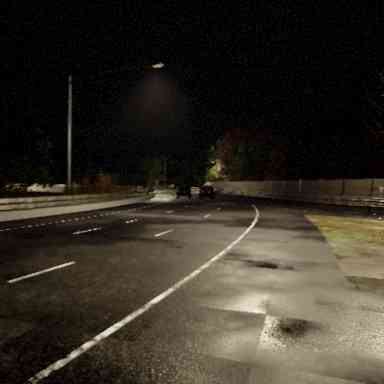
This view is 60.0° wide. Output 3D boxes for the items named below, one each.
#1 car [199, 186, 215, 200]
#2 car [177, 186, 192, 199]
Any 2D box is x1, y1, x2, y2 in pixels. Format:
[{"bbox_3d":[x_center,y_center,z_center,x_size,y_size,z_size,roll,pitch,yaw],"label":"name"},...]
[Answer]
[{"bbox_3d":[2.311,0.104,51.351,2.150,2.045,5.566,1,1,-3],"label":"car"},{"bbox_3d":[-1.239,0.005,53.029,2.150,2.045,5.566,1,1,-3],"label":"car"}]
